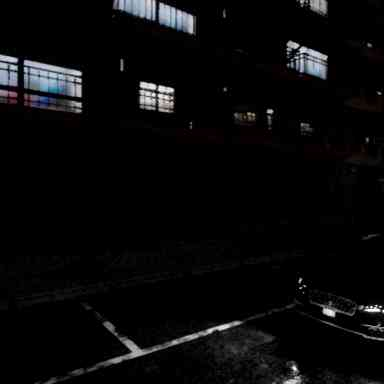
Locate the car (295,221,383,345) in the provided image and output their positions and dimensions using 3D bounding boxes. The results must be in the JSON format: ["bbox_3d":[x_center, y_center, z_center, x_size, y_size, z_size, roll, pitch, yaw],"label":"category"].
[{"bbox_3d":[3.952,1.464,6.157,4.892,1.490,1.837,0,0,-35],"label":"car"}]

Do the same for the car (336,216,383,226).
[{"bbox_3d":[5.390,1.480,10.330,4.507,1.381,1.887,0,1,-35],"label":"car"}]
